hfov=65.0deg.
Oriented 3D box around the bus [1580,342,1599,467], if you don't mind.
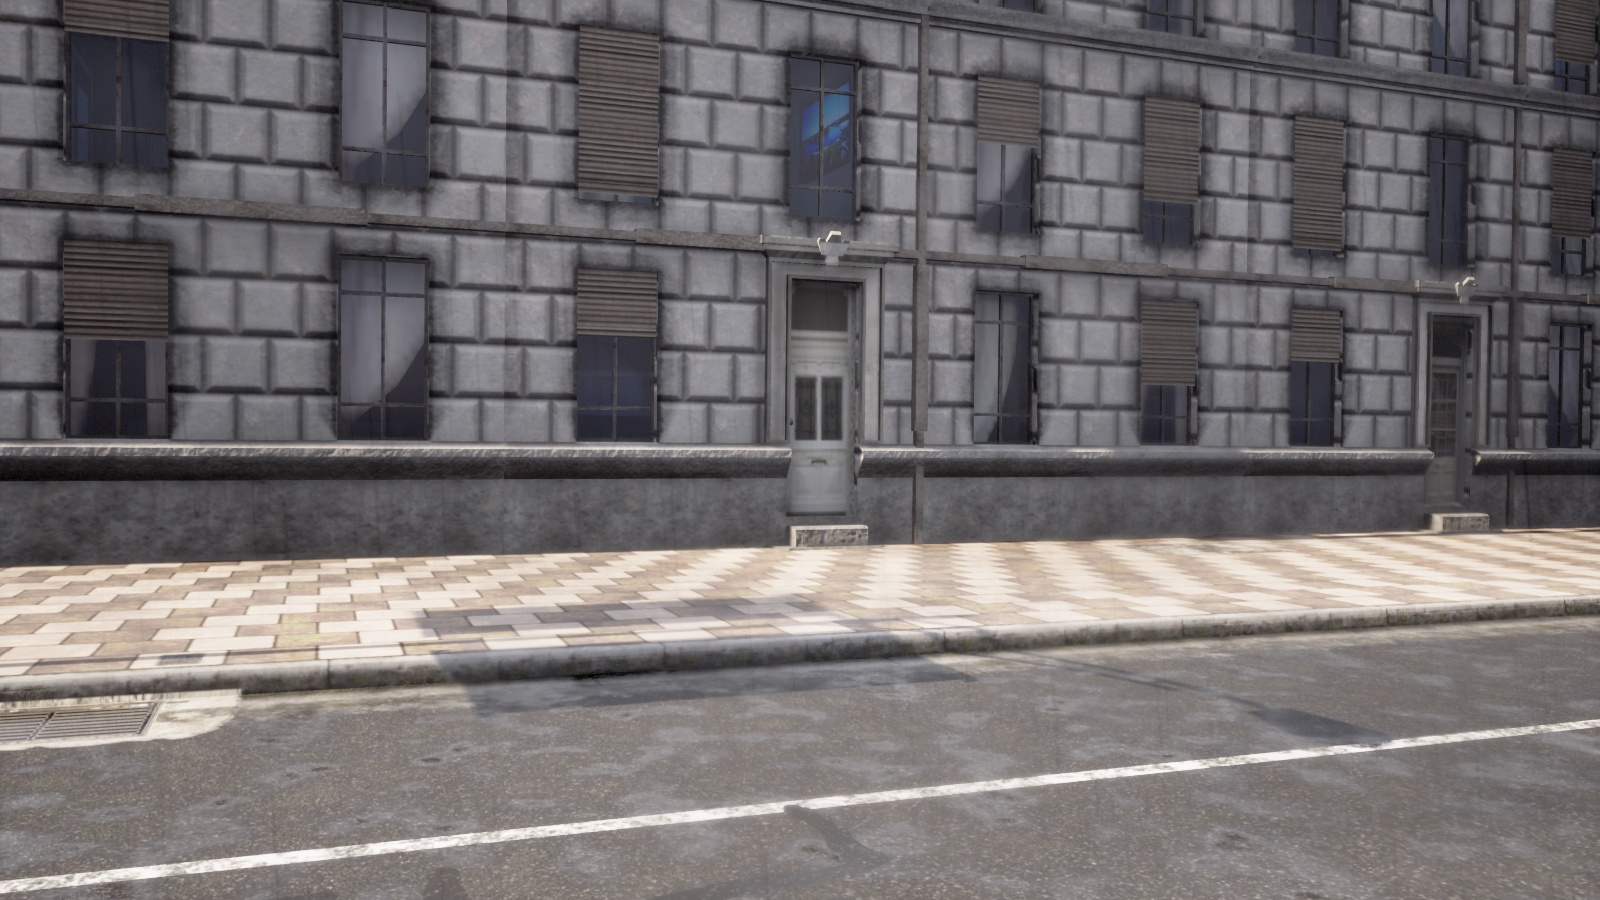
[{"bbox_3d":[30.712,-1.552,39.413,3.944,4.253,10.273,-1,1,-21],"label":"bus"}]
